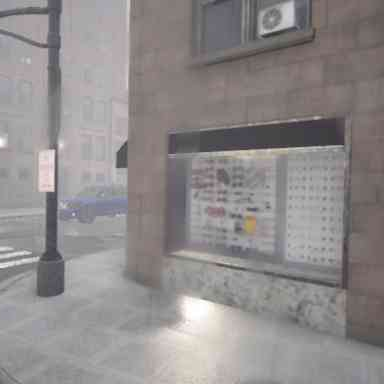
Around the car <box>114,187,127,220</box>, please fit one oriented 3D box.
[{"bbox_3d":[-0.812,0.852,15.369,2.192,1.841,5.009,2,2,36],"label":"car"}]

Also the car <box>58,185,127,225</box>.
[{"bbox_3d":[-5.201,0.605,19.166,2.150,2.045,5.566,2,2,35],"label":"car"}]
